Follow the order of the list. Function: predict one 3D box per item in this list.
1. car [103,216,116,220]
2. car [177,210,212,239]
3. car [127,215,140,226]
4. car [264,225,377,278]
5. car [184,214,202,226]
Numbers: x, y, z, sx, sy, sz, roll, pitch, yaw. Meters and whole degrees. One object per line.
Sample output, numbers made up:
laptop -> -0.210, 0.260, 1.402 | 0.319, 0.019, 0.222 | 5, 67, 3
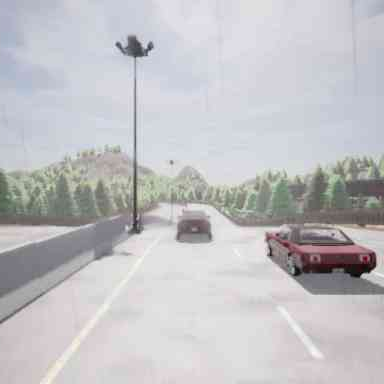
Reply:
car -> -10.560, 4.035, 45.560 | 1.994, 1.385, 4.181 | 0, -6, 0
car -> 0.112, 1.759, 18.664 | 1.812, 1.442, 4.674 | 0, -2, 0
car -> -7.065, 3.669, 42.929 | 2.128, 1.511, 4.902 | 0, -7, 0
car -> 3.603, 1.671, 10.385 | 1.895, 1.301, 4.718 | 0, 0, 0
car -> 0.108, 3.250, 38.232 | 1.895, 1.301, 4.718 | 0, -6, 0
